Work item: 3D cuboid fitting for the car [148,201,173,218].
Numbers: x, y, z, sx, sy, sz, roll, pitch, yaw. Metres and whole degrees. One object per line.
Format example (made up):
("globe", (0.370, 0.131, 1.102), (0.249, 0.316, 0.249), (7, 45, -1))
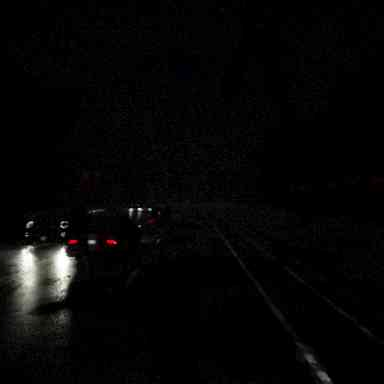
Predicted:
("car", (-3.160, 1.865, 34.376), (1.812, 1.442, 4.674), (0, -1, 0))

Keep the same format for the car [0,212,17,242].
("car", (-9.854, 1.704, 16.940), (1.994, 1.385, 4.181), (0, -1, 0))

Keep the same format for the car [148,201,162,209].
("car", (-6.556, 2.250, 59.228), (1.994, 1.385, 4.181), (0, -1, 1))

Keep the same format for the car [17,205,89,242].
("car", (-6.603, 1.493, 17.019), (2.097, 1.767, 4.553), (0, -1, 0))

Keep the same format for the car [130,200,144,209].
("car", (-9.807, 2.190, 59.220), (1.837, 1.490, 4.892), (0, -1, 1))

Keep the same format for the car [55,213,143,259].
("car", (-3.155, 1.651, 12.984), (2.033, 1.411, 5.357), (0, -1, 0))
